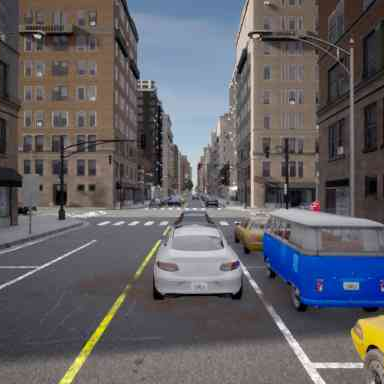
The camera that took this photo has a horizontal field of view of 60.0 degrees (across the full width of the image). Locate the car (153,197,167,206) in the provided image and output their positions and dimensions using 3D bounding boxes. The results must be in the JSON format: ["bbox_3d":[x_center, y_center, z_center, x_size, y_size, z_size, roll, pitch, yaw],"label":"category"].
[{"bbox_3d":[-5.395,1.571,56.426,1.947,1.339,4.313,1,0,1],"label":"car"}]

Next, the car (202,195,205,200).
[{"bbox_3d":[3.130,1.549,56.312,1.887,1.381,4.507,1,0,1],"label":"car"}]

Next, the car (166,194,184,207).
[{"bbox_3d":[-2.693,1.483,52.224,1.882,1.535,5.008,0,0,1],"label":"car"}]

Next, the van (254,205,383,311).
[{"bbox_3d":[2.686,1.342,7.445,1.690,1.788,3.998,1,0,0],"label":"van"}]

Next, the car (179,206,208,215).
[{"bbox_3d":[0.110,1.566,15.629,1.994,1.385,4.181,0,0,0],"label":"car"}]

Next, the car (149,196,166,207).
[{"bbox_3d":[-5.473,1.588,50.897,1.802,1.307,4.206,1,0,1],"label":"car"}]

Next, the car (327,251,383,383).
[{"bbox_3d":[2.678,1.526,1.941,1.752,1.417,4.829,1,0,0],"label":"car"}]

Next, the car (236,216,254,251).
[{"bbox_3d":[2.692,1.527,13.288,1.752,1.417,4.829,1,0,0],"label":"car"}]

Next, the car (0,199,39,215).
[{"bbox_3d":[-18.055,1.411,32.354,5.357,1.411,2.033,0,-1,0],"label":"car"}]

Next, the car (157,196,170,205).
[{"bbox_3d":[-5.318,1.556,61.955,2.008,1.369,4.403,1,0,1],"label":"car"}]

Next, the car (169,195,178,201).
[{"bbox_3d":[-4.931,1.566,89.598,1.947,1.339,4.313,1,0,1],"label":"car"}]

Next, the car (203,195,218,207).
[{"bbox_3d":[3.052,1.571,50.782,1.947,1.339,4.313,1,0,1],"label":"car"}]

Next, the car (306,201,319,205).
[{"bbox_3d":[15.601,1.356,35.539,5.566,2.045,2.150,0,-1,0],"label":"car"}]

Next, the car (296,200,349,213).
[{"bbox_3d":[15.108,1.711,38.790,5.357,1.411,2.033,0,-1,1],"label":"car"}]

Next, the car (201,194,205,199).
[{"bbox_3d":[3.207,1.555,61.842,2.008,1.369,4.403,1,0,1],"label":"car"}]

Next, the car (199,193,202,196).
[{"bbox_3d":[3.594,1.549,89.493,2.008,1.369,4.403,1,0,1],"label":"car"}]

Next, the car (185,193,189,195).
[{"bbox_3d":[-2.326,1.359,72.011,2.097,1.767,4.553,0,0,1],"label":"car"}]

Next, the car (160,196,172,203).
[{"bbox_3d":[-5.240,1.549,67.483,1.887,1.381,4.507,1,0,1],"label":"car"}]

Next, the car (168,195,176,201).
[{"bbox_3d":[-5.010,1.527,83.900,1.752,1.417,4.829,1,0,1],"label":"car"}]

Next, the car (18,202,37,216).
[{"bbox_3d":[-16.514,1.444,29.087,4.718,1.301,1.895,0,-1,1],"label":"car"}]

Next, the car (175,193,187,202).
[{"bbox_3d":[-2.533,1.483,61.884,1.882,1.535,5.008,0,0,1],"label":"car"}]

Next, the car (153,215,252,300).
[{"bbox_3d":[0.086,1.527,8.293,1.812,1.442,4.674,0,0,-1],"label":"car"}]

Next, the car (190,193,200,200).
[{"bbox_3d":[0.951,1.523,91.829,1.812,1.442,4.674,0,0,1],"label":"car"}]
